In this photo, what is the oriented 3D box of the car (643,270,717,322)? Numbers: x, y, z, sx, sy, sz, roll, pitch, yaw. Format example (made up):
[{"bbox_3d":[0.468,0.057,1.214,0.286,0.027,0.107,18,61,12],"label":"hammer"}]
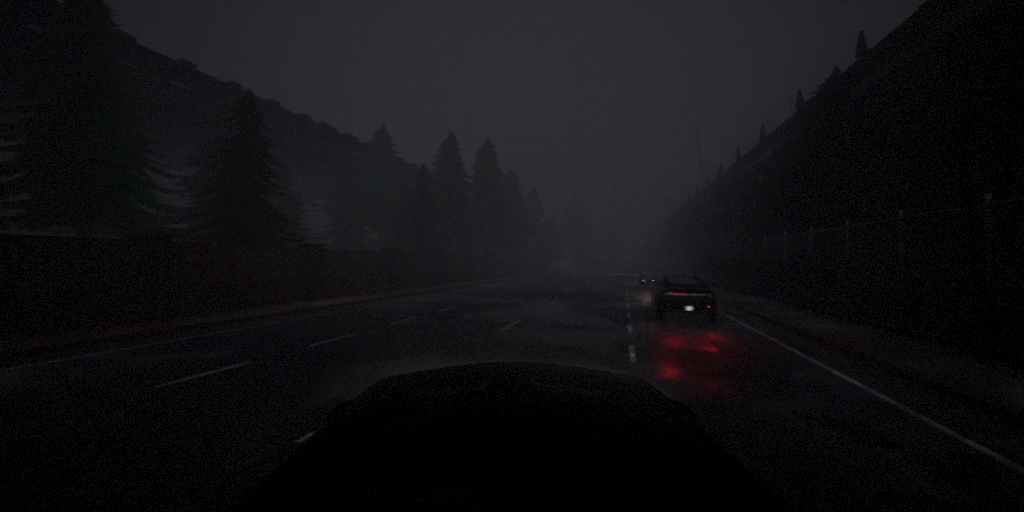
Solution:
[{"bbox_3d":[6.263,1.459,13.490,2.128,1.511,4.902,0,-1,18],"label":"car"}]

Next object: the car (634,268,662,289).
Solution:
[{"bbox_3d":[10.544,1.797,27.228,1.895,1.301,4.718,0,-1,18],"label":"car"}]

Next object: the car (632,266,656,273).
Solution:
[{"bbox_3d":[22.737,2.355,59.790,4.718,1.301,1.895,1,-1,-31],"label":"car"}]
